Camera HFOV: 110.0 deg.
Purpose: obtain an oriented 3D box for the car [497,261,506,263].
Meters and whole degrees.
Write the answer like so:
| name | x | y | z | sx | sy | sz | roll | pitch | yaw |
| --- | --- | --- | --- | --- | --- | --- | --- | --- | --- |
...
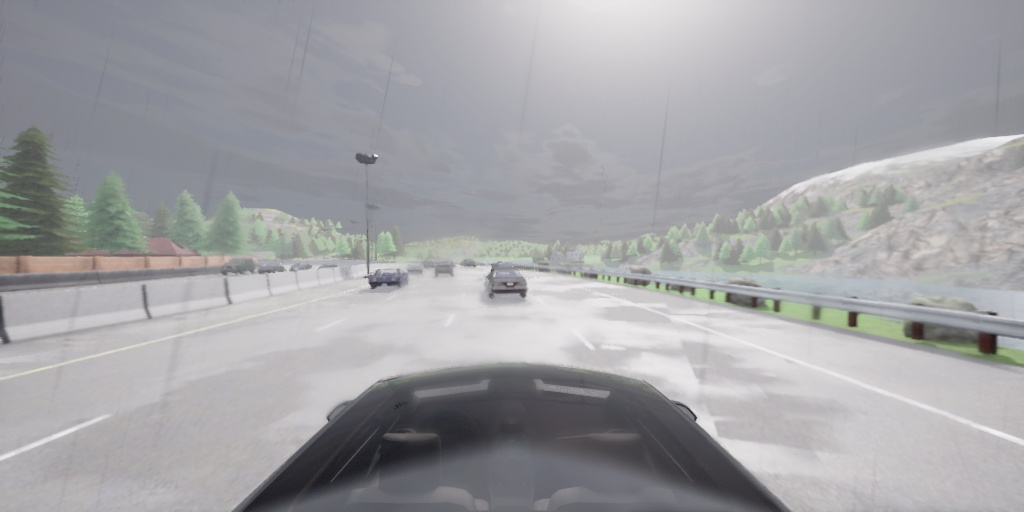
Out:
| name | x | y | z | sx | sy | sz | roll | pitch | yaw |
| --- | --- | --- | --- | --- | --- | --- | --- | --- | --- |
| car | -1.300 | 1.329 | 43.739 | 1.994 | 1.385 | 4.181 | -1 | 0 | -15 |

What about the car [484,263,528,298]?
| name | x | y | z | sx | sy | sz | roll | pitch | yaw |
| --- | --- | --- | --- | --- | --- | --- | --- | --- | --- |
| car | -0.405 | 1.302 | 18.563 | 2.033 | 1.411 | 5.357 | -1 | 0 | -7 |

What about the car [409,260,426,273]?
| name | x | y | z | sx | sy | sz | roll | pitch | yaw |
| --- | --- | --- | --- | --- | --- | --- | --- | --- | --- |
| car | -12.073 | 1.499 | 44.552 | 1.895 | 1.301 | 4.718 | -1 | 0 | -15 |

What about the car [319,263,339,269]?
| name | x | y | z | sx | sy | sz | roll | pitch | yaw |
| --- | --- | --- | --- | --- | --- | --- | --- | --- | --- |
| car | -24.458 | 1.613 | 48.038 | 1.994 | 1.385 | 4.181 | -1 | 0 | -16 |

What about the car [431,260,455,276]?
| name | x | y | z | sx | sy | sz | roll | pitch | yaw |
| --- | --- | --- | --- | --- | --- | --- | --- | --- | --- |
| car | -7.382 | 1.332 | 38.675 | 2.128 | 1.511 | 4.902 | -1 | 0 | -13 |

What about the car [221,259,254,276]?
| name | x | y | z | sx | sy | sz | roll | pitch | yaw |
| --- | --- | --- | --- | --- | --- | --- | --- | --- | --- |
| car | -34.666 | 1.392 | 45.655 | 2.150 | 2.045 | 5.566 | -1 | 0 | -17 |

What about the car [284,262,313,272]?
| name | x | y | z | sx | sy | sz | roll | pitch | yaw |
| --- | --- | --- | --- | --- | --- | --- | --- | --- | --- |
| car | -28.067 | 1.587 | 47.859 | 2.128 | 1.511 | 4.902 | -1 | 0 | -17 |

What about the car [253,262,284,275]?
| name | x | y | z | sx | sy | sz | roll | pitch | yaw |
| --- | --- | --- | --- | --- | --- | --- | --- | --- | --- |
| car | -31.398 | 1.682 | 47.014 | 2.033 | 1.411 | 5.357 | -1 | 0 | -17 |

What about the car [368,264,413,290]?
| name | x | y | z | sx | sy | sz | roll | pitch | yaw |
| --- | --- | --- | --- | --- | --- | --- | --- | --- | --- |
| car | -8.055 | 1.450 | 23.925 | 1.895 | 1.301 | 4.718 | -1 | 0 | -8 |
